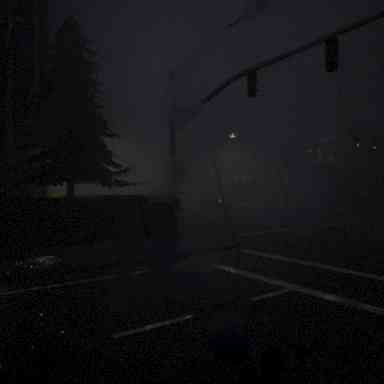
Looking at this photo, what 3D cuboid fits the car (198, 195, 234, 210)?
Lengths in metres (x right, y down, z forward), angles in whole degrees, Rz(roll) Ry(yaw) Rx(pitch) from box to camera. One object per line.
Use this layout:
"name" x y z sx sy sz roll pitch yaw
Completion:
"car" 3.022 1.492 42.924 2.033 1.411 5.357 0 0 -36

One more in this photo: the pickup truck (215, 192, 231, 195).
"pickup truck" 5.766 0.984 61.432 2.390 2.098 6.274 0 0 -6
